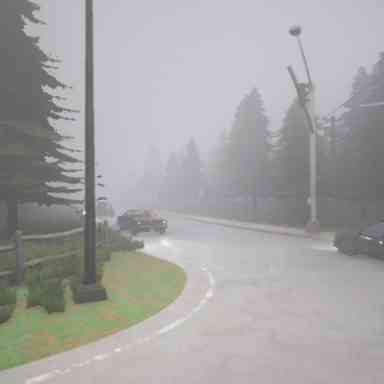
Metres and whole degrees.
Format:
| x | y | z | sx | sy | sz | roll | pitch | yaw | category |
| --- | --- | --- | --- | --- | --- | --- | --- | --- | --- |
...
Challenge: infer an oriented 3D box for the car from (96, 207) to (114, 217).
| x | y | z | sx | sy | sz | roll | pitch | yaw | category |
| --- | --- | --- | --- | --- | --- | --- | --- | --- | --- |
| -9.477 | 1.865 | 34.902 | 1.994 | 1.385 | 4.181 | 0 | 0 | -23 | car |

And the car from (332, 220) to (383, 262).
| x | y | z | sx | sy | sz | roll | pitch | yaw | category |
| --- | --- | --- | --- | --- | --- | --- | --- | --- | --- |
| 6.510 | 1.561 | 10.211 | 2.033 | 1.411 | 5.357 | 0 | 0 | -7 | car |

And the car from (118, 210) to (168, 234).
| x | y | z | sx | sy | sz | roll | pitch | yaw | category |
| --- | --- | --- | --- | --- | --- | --- | --- | --- | --- |
| -3.037 | 1.746 | 19.884 | 1.895 | 1.301 | 4.718 | 0 | 0 | -24 | car |
